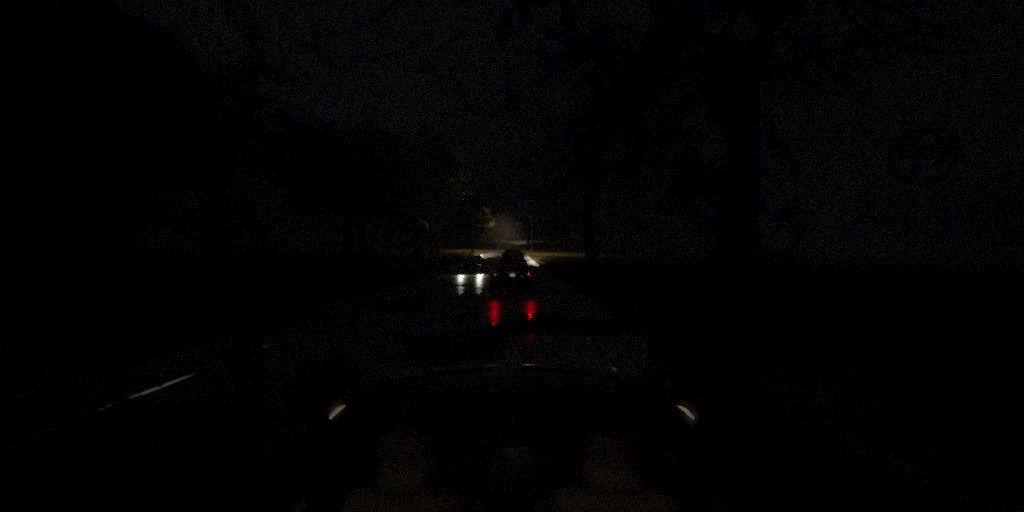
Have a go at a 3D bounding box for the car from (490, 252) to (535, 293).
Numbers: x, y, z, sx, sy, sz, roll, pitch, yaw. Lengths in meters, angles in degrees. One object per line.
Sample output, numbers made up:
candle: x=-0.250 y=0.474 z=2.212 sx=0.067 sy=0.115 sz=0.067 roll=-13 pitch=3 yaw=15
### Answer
car: x=0.033 y=0.851 z=18.574 sx=2.097 sy=1.767 sz=4.553 roll=0 pitch=1 yaw=0

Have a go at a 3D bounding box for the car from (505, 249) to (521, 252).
car: x=0.100 y=0.256 z=37.686 sx=2.150 sy=2.045 sz=5.566 roll=0 pitch=2 yaw=0

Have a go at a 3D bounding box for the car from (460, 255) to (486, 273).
car: x=-3.502 y=0.651 z=32.675 sx=1.882 sy=1.535 sz=5.008 roll=0 pitch=1 yaw=0
